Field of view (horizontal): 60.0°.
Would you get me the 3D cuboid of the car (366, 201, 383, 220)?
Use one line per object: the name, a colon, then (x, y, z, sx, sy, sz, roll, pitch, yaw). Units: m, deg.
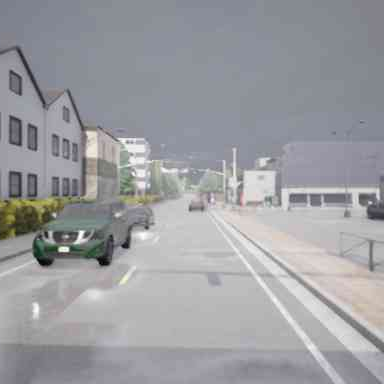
car: (15.418, 1.605, 25.872, 2.007, 1.523, 4.514, 0, 0, 0)

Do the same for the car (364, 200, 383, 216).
car: (19.060, 1.571, 32.932, 1.970, 1.475, 3.806, 0, 0, 0)

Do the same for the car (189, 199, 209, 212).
car: (0.865, 1.681, 41.864, 2.128, 1.511, 4.902, -1, 0, 11)

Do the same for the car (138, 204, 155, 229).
car: (-3.594, 1.602, 22.269, 1.837, 1.490, 4.892, 0, 0, 0)

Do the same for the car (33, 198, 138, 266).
car: (-3.602, 1.275, 12.113, 2.150, 2.045, 5.566, 0, 0, 0)
